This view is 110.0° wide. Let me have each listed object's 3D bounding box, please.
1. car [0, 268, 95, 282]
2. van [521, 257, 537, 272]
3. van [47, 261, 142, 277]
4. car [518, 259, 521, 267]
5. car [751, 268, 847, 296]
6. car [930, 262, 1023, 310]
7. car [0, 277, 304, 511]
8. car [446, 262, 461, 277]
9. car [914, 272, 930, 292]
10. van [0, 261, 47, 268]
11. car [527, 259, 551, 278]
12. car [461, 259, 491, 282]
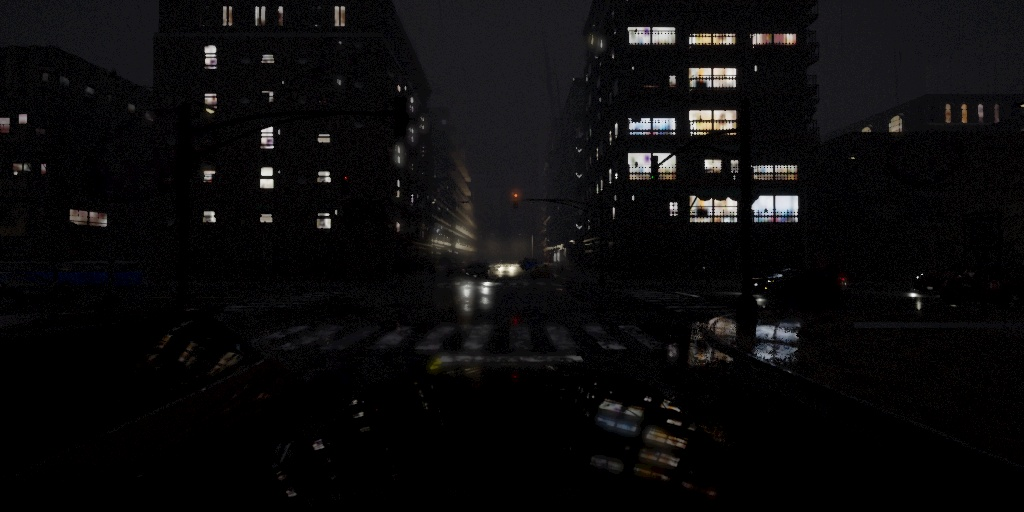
[{"bbox_3d":[-19.362,1.289,13.677,4.403,1.370,2.007,0,0,1],"label":"car"},{"bbox_3d":[2.502,1.116,47.427,1.690,1.789,3.998,0,0,0],"label":"van"},{"bbox_3d":[-24.850,1.189,21.631,3.998,1.789,1.690,0,0,1],"label":"van"},{"bbox_3d":[2.458,1.096,53.081,2.192,1.841,5.009,0,0,0],"label":"car"},{"bbox_3d":[14.691,1.303,18.642,4.181,1.385,1.994,0,-1,1],"label":"car"},{"bbox_3d":[18.665,1.102,13.164,4.097,1.591,1.967,0,0,1],"label":"car"},{"bbox_3d":[-2.749,1.101,1.027,2.097,1.767,4.553,0,0,0],"label":"car"},{"bbox_3d":[-5.516,1.315,36.033,2.007,1.370,4.403,0,0,0],"label":"car"},{"bbox_3d":[23.859,1.072,18.520,4.553,1.767,2.097,0,-1,1],"label":"car"},{"bbox_3d":[-30.444,1.200,21.706,3.998,1.789,1.690,0,0,1],"label":"van"},{"bbox_3d":[2.628,1.287,33.594,1.751,1.417,4.829,0,0,0],"label":"car"},{"bbox_3d":[-2.809,1.298,29.729,1.837,1.490,4.892,0,0,0],"label":"car"}]
